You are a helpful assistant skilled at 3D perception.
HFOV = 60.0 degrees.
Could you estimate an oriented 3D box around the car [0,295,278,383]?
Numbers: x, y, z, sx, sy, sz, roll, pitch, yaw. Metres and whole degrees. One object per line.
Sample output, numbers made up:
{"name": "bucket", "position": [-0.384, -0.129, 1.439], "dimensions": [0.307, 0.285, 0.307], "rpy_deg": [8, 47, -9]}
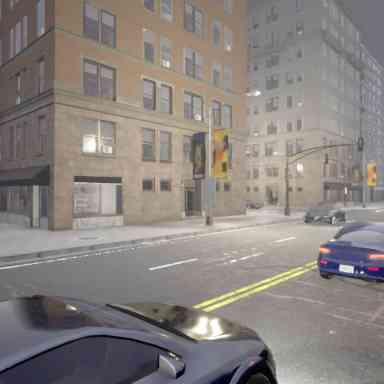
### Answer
{"name": "car", "position": [-1.046, 1.564, 2.565], "dimensions": [1.994, 1.385, 4.181], "rpy_deg": [0, 0, 43]}

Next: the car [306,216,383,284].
{"name": "car", "position": [4.977, 1.527, 9.007], "dimensions": [1.812, 1.442, 4.674], "rpy_deg": [0, 0, 43]}

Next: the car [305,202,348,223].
{"name": "car", "position": [9.740, 1.513, 23.852], "dimensions": [1.837, 1.490, 4.892], "rpy_deg": [2, 1, 40]}

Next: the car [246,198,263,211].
{"name": "car", "position": [6.199, 1.489, 40.236], "dimensions": [4.892, 1.490, 1.837], "rpy_deg": [0, 0, 43]}
